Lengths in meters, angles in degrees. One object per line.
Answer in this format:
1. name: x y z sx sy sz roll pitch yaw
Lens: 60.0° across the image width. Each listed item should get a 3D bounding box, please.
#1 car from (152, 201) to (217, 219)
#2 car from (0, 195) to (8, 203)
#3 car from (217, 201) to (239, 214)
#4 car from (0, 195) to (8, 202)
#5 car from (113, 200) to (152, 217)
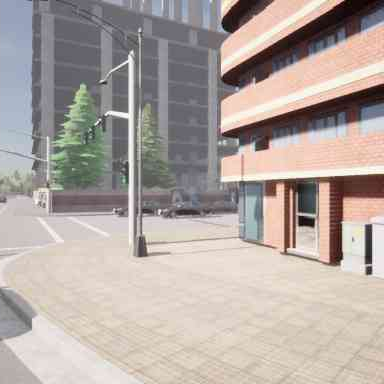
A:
1. car: -0.654 1.547 29.781 4.902 1.511 2.128 0 0 -27
2. car: -38.018 1.595 65.938 1.895 1.301 4.718 0 0 -27
3. car: 2.998 1.619 35.541 4.181 1.385 1.994 0 0 -27
4. car: -42.553 1.500 74.788 1.837 1.490 4.892 0 0 -27
5. car: -4.962 1.547 31.531 4.902 1.511 2.128 0 0 -27
